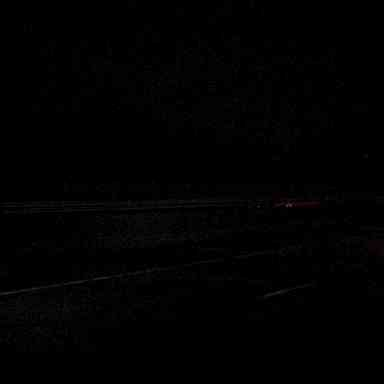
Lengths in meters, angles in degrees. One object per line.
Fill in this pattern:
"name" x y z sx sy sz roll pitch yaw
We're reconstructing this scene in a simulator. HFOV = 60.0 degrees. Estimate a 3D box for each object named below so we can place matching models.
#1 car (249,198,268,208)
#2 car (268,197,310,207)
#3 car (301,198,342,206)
"car" 8.216 1.428 35.493 4.892 1.490 1.837 0 0 -35
"car" 10.088 1.277 32.531 4.553 1.767 2.097 0 0 -35
"car" 12.171 1.490 29.717 4.181 1.385 1.994 0 0 -35
